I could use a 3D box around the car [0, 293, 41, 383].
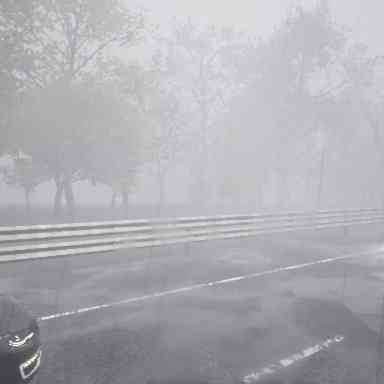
[{"bbox_3d":[-3.956,1.507,2.820,4.892,1.490,1.837,0,0,-36],"label":"car"}]
